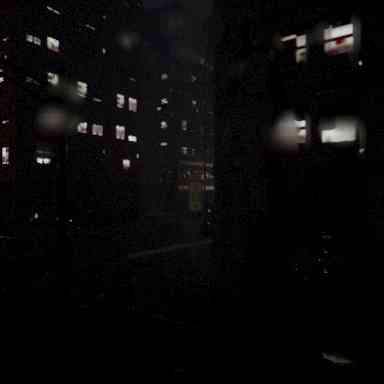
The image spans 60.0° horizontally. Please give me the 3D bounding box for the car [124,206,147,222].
[{"bbox_3d":[-5.873,1.921,28.741,1.887,1.381,4.507,-1,-2,35],"label":"car"}]

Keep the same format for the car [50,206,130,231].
[{"bbox_3d":[-6.876,1.890,22.836,1.895,1.301,4.718,0,-1,35],"label":"car"}]

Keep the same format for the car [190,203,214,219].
[{"bbox_3d":[2.223,1.925,35.626,2.097,1.767,4.553,0,-1,35],"label":"car"}]

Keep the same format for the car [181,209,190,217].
[{"bbox_3d":[0.628,2.104,37.887,1.752,1.417,4.829,-1,-2,35],"label":"car"}]

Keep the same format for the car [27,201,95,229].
[{"bbox_3d":[-9.173,1.589,24.104,2.192,1.841,5.009,-1,-2,35],"label":"car"}]
